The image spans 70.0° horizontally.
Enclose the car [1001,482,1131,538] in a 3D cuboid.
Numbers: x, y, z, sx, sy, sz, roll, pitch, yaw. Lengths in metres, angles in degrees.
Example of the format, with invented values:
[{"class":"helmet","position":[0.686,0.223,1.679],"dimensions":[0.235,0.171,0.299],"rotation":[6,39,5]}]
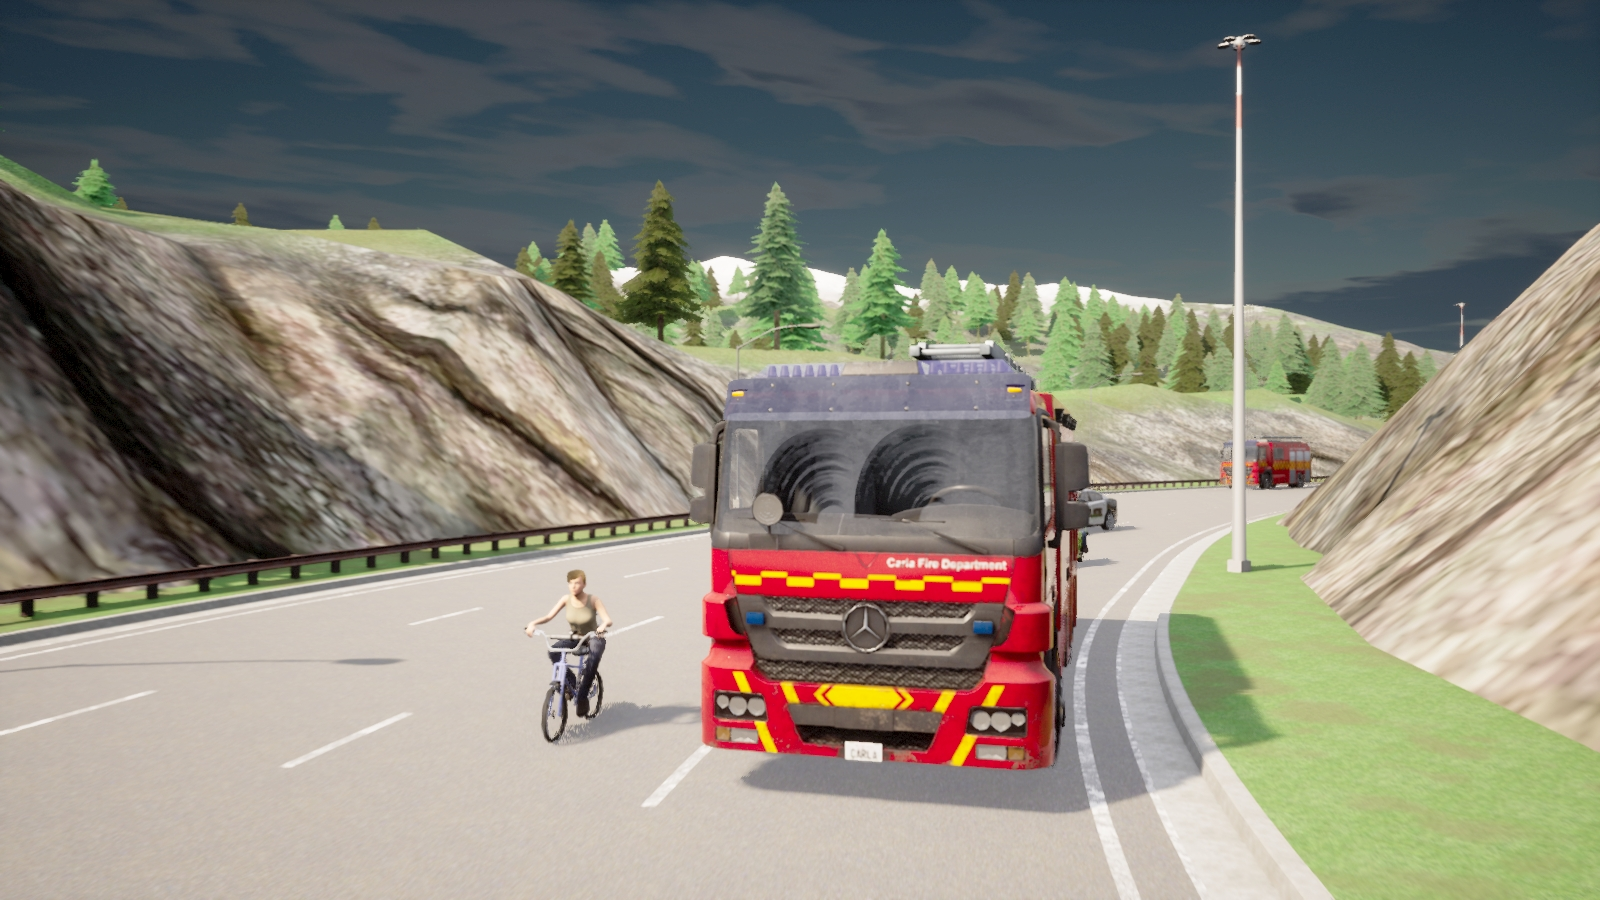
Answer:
[{"class":"car","position":[9.202,1.995,39.244],"dimensions":[2.097,1.638,5.238],"rotation":[0,0,41]}]

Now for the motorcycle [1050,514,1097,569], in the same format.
[{"class":"motorcycle","position":[6.667,2.197,27.788],"dimensions":[0.803,1.199,2.033],"rotation":[0,-1,23]}]

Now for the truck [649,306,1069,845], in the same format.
[{"class":"truck","position":[1.329,0.895,12.583],"dimensions":[2.891,3.827,8.468],"rotation":[0,0,15]}]

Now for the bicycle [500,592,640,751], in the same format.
[{"class":"bicycle","position":[-2.266,2.161,11.448],"dimensions":[0.859,1.277,1.487],"rotation":[0,0,11]}]
